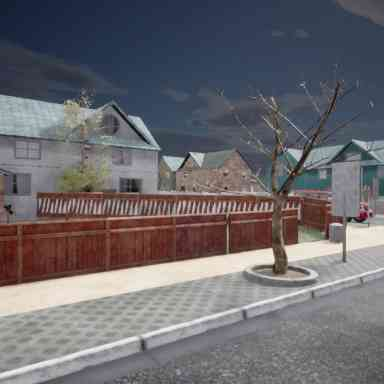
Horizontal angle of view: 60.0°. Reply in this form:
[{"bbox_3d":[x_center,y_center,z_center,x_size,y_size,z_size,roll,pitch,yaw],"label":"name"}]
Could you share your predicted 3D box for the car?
[{"bbox_3d":[9.387,0.941,22.999,2.150,2.045,5.566,1,1,-36],"label":"car"}]
